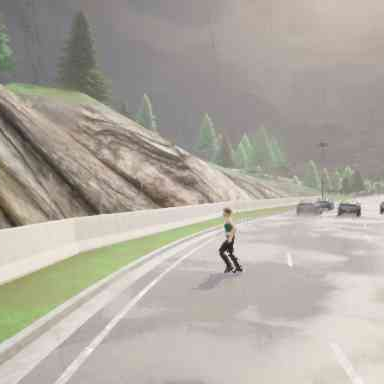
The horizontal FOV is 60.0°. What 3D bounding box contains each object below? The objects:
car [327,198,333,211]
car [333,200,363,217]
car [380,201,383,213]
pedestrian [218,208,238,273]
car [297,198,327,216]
[{"bbox_3d":[16.616,1.492,41.737,2.128,1.511,4.902,0,0,29],"label":"car"},{"bbox_3d":[15.303,1.491,32.180,2.128,1.511,4.902,0,0,29],"label":"car"},{"bbox_3d":[21.450,1.601,36.033,1.895,1.301,4.718,0,0,29],"label":"car"},{"bbox_3d":[1.012,1.294,9.207,0.375,1.860,0.375,0,0,12],"label":"pedestrian"},{"bbox_3d":[11.645,1.492,32.830,2.128,1.511,4.902,0,0,29],"label":"car"}]
